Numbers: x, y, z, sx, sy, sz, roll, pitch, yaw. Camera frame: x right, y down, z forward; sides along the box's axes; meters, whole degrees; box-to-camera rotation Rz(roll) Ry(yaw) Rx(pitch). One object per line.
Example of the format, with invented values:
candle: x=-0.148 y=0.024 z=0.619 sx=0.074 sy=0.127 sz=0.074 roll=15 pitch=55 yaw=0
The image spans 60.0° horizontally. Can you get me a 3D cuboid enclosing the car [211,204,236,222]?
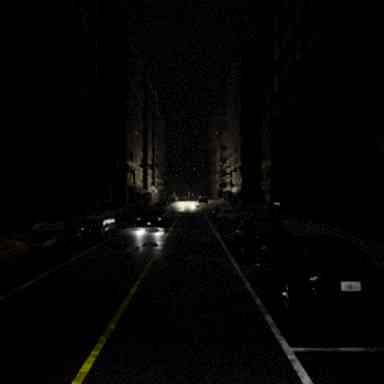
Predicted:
car: x=2.662 y=1.770 z=29.254 sx=1.802 sy=1.307 sz=4.206 roll=0 pitch=0 yaw=0

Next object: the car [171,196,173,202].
car: x=-5.332 y=1.959 z=66.600 sx=1.887 sy=1.381 sz=4.507 roll=0 pitch=0 yaw=0

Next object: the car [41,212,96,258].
car: x=-5.377 y=1.670 z=13.032 sx=1.802 sy=1.307 sz=4.206 roll=0 pitch=0 yaw=0

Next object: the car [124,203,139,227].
car: x=-5.368 y=1.706 z=23.857 sx=2.008 sy=1.369 sz=4.403 roll=0 pitch=0 yaw=0

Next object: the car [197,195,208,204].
car: x=2.702 y=1.918 z=77.494 sx=1.967 sy=1.590 sz=4.097 roll=0 pitch=0 yaw=0

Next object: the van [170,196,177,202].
van: x=-5.309 y=1.911 z=93.870 sx=1.690 sy=1.788 sz=3.998 roll=0 pitch=0 yaw=0

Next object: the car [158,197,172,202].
car: x=-5.337 y=1.933 z=61.145 sx=2.008 sy=1.369 sz=4.403 roll=0 pitch=0 yaw=0

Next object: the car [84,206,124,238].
car: x=-5.372 y=1.673 z=18.444 sx=2.008 sy=1.369 sz=4.403 roll=0 pitch=0 yaw=0

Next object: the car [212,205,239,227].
car: x=2.657 y=1.682 z=24.012 sx=1.752 sy=1.417 sz=4.829 roll=0 pitch=0 yaw=0

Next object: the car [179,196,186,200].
car: x=-2.672 y=1.912 z=94.982 sx=1.882 sy=1.535 sz=5.008 roll=0 pitch=0 yaw=0

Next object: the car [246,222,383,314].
car: x=2.643 y=1.618 z=7.603 sx=1.947 sy=1.339 sz=4.313 roll=0 pitch=0 yaw=0

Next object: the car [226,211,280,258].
car: x=2.648 y=1.654 z=13.016 sx=1.947 sy=1.339 sz=4.313 roll=0 pitch=0 yaw=0

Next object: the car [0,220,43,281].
car: x=-5.382 y=1.576 z=7.449 sx=1.752 sy=1.417 sz=4.829 roll=0 pitch=0 yaw=0

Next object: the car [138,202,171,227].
car: x=-2.823 y=1.707 z=24.575 sx=2.033 sy=1.411 sz=5.357 roll=0 pitch=0 yaw=0

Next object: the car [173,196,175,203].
car: x=-5.328 y=1.970 z=71.883 sx=1.752 sy=1.417 sz=4.829 roll=0 pitch=0 yaw=0

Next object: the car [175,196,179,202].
car: x=-5.314 y=2.105 z=88.415 sx=1.947 sy=1.339 sz=4.313 roll=0 pitch=0 yaw=0

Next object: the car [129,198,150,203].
car: x=-5.359 y=1.537 z=34.684 sx=2.192 sy=1.841 sz=5.009 roll=0 pitch=0 yaw=0

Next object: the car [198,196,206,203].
car: x=2.711 y=1.979 z=88.403 sx=1.967 sy=1.590 sz=4.097 roll=0 pitch=0 yaw=0
